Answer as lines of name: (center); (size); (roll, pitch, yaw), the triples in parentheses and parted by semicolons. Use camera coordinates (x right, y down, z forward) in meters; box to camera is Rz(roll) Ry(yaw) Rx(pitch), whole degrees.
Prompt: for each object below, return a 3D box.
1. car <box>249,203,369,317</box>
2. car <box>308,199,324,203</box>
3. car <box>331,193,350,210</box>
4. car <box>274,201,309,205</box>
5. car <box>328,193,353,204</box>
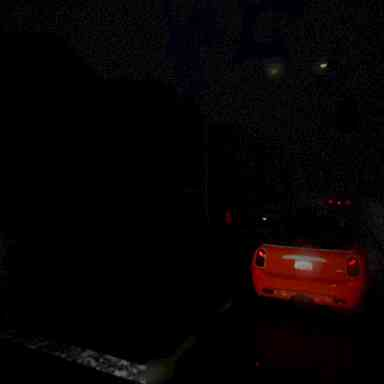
car: (2.870, 1.303, 7.804); (2.097, 1.767, 4.553); (1, 1, 25)
car: (15.024, 1.497, 40.432); (1.994, 1.385, 4.181); (1, 0, 25)
car: (19.893, 1.211, 44.346); (2.150, 2.045, 5.566); (1, 0, 25)
car: (5.755, 1.418, 20.749); (2.033, 1.411, 5.357); (1, 0, 25)
car: (15.509, 1.172, 34.836); (2.150, 2.045, 5.566); (1, 0, 26)
